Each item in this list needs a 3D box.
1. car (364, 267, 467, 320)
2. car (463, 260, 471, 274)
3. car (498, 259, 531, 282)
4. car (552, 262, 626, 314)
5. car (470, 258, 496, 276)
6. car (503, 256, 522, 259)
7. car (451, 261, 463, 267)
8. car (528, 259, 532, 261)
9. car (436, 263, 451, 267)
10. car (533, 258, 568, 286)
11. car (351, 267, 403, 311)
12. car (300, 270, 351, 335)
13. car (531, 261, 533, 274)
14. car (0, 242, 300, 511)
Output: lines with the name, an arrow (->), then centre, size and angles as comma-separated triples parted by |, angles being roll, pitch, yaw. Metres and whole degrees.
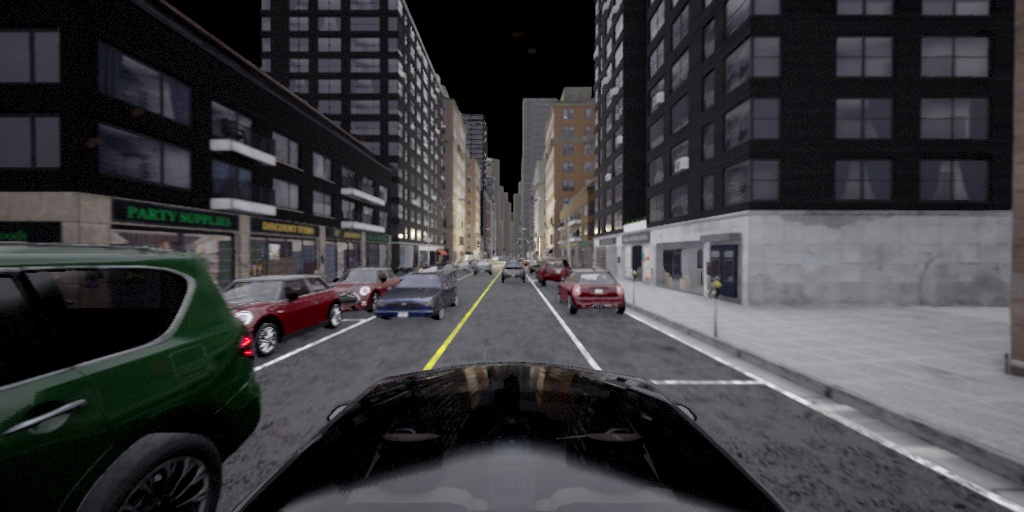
car -> -3.077, 1.290, 12.825 | 2.033, 1.411, 5.357 | 0, 0, 0
car -> -5.615, 1.284, 41.400 | 2.007, 1.370, 4.403 | 0, 0, 0
car -> 0.118, 1.234, 28.512 | 2.128, 1.511, 4.902 | 0, 0, 0
car -> 2.871, 1.188, 13.756 | 1.967, 1.591, 4.097 | 0, 0, 0
car -> -2.968, 1.263, 37.714 | 1.812, 1.442, 4.674 | 0, 0, 1
car -> 0.159, 1.090, 48.960 | 2.097, 1.767, 4.553 | 0, 0, 0
car -> -5.631, 1.302, 30.339 | 1.948, 1.339, 4.313 | 0, 0, 0
car -> 2.910, 1.308, 41.402 | 1.948, 1.339, 4.313 | 0, 0, 0
car -> -5.639, 1.319, 24.808 | 1.802, 1.307, 4.207 | 0, 0, 0
car -> 2.887, 1.060, 24.814 | 2.192, 1.841, 5.009 | 0, 0, 0
car -> -5.654, 1.179, 13.747 | 1.967, 1.591, 4.097 | 0, 0, 0
car -> -5.662, 1.181, 8.217 | 1.967, 1.591, 4.097 | 0, 0, 0
car -> 2.894, 1.310, 30.344 | 1.948, 1.339, 4.313 | 0, 0, 0
car -> -3.103, 0.964, 0.583 | 2.150, 2.045, 5.566 | 0, 1, 0
